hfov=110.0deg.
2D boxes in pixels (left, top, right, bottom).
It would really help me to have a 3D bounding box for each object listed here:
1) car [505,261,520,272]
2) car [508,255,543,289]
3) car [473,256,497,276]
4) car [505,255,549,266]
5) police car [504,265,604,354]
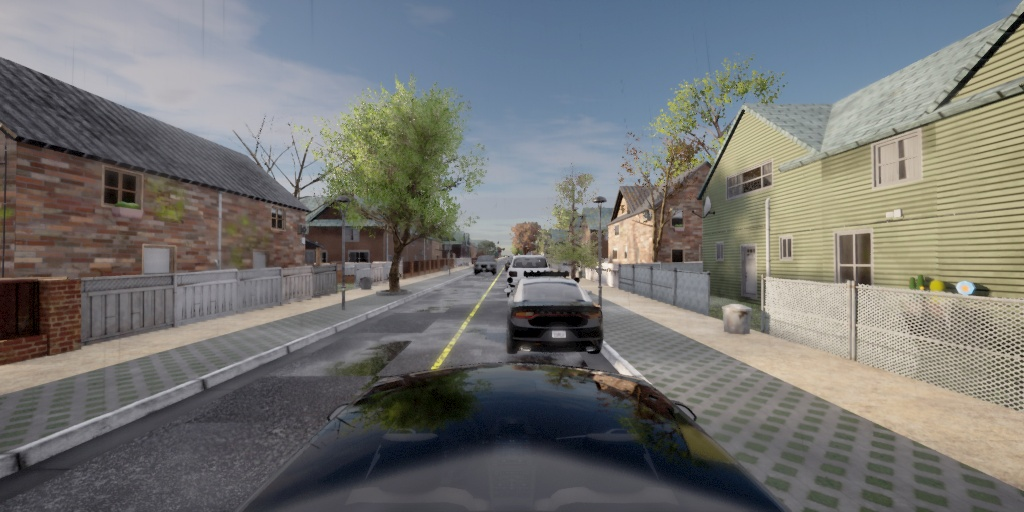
[{"bbox_3d":[0.053,1.350,46.646,1.895,1.301,4.718,0,0,1],"label":"car"},{"bbox_3d":[0.837,0.979,24.833,2.150,2.045,5.566,0,0,0],"label":"car"},{"bbox_3d":[-2.733,0.975,37.660,2.150,2.045,5.566,0,0,0],"label":"car"},{"bbox_3d":[0.834,0.978,18.832,2.150,2.045,5.566,0,0,0],"label":"car"},{"bbox_3d":[0.829,1.177,8.909,1.930,1.638,5.238,0,0,0],"label":"police car"}]
